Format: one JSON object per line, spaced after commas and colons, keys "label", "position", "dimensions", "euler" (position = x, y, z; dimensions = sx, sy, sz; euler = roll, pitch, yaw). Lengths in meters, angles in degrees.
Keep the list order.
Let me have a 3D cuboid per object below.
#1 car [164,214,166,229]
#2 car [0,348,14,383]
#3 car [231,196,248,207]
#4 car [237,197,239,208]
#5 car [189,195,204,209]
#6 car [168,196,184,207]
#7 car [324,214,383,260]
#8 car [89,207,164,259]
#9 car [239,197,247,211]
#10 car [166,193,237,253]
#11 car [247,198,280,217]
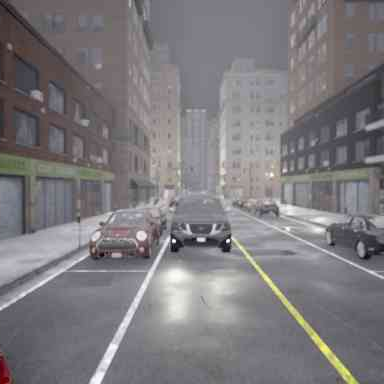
{"label": "car", "position": [-2.247, 1.473, 17.611], "dimensions": [1.802, 1.307, 4.206], "euler": [-1, 0, 0]}
{"label": "car", "position": [-2.318, 1.433, 0.854], "dimensions": [1.967, 1.590, 4.097], "euler": [-1, 0, 0]}
{"label": "car", "position": [6.414, 1.295, 45.504], "dimensions": [1.802, 1.307, 4.206], "euler": [-1, 0, 0]}
{"label": "car", "position": [6.390, 1.316, 39.919], "dimensions": [1.947, 1.339, 4.313], "euler": [-1, 0, 0]}
{"label": "car", "position": [0.532, 1.208, 42.457], "dimensions": [1.882, 1.535, 5.008], "euler": [0, 0, 0]}
{"label": "car", "position": [-2.131, 1.254, 45.539], "dimensions": [1.887, 1.381, 4.507], "euler": [-1, 0, 0]}
{"label": "car", "position": [6.267, 1.480, 11.990], "dimensions": [2.008, 1.369, 4.403], "euler": [-1, 0, 0]}
{"label": "car", "position": [-2.272, 1.365, 12.024], "dimensions": [1.967, 1.590, 4.097], "euler": [-1, 0, 0]}
{"label": "car", "position": [6.366, 1.311, 34.502], "dimensions": [1.752, 1.417, 4.829], "euler": [-1, 0, 0]}
{"label": "car", "position": [0.312, 1.128, 13.668], "dimensions": [2.150, 2.045, 5.566], "euler": [0, 2, 0]}
{"label": "car", "position": [6.340, 1.375, 28.747], "dimensions": [2.008, 1.369, 4.403], "euler": [-1, 0, 0]}
